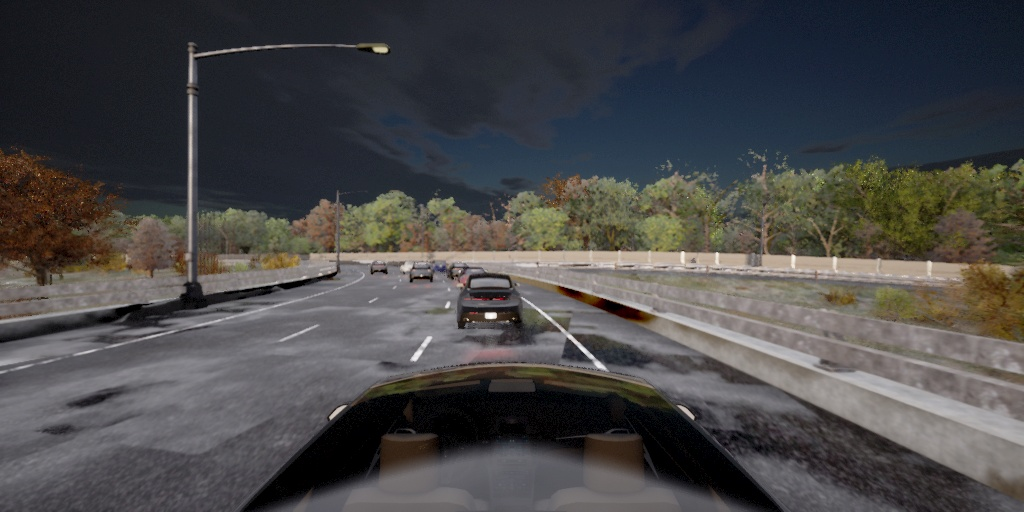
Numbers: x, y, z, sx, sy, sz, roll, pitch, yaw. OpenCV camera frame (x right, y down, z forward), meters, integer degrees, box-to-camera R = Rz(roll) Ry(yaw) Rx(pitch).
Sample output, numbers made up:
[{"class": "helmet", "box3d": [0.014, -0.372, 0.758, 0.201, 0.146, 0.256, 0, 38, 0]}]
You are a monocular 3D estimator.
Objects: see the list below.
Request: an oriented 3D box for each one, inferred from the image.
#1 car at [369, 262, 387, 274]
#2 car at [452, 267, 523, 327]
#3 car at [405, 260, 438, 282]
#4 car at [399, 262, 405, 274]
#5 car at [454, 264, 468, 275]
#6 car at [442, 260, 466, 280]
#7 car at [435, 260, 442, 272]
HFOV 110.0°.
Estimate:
[{"class": "car", "box3d": [-16.486, 1.431, 44.186, 2.128, 1.511, 4.902, 0, 0, -24]}, {"class": "car", "box3d": [-0.758, 1.297, 11.694, 1.837, 1.490, 4.892, 0, 0, -5]}, {"class": "car", "box3d": [-7.678, 1.364, 30.230, 2.128, 1.511, 4.902, 0, 0, -15]}, {"class": "car", "box3d": [-12.770, 1.463, 44.484, 1.812, 1.442, 4.674, 0, 0, -23]}, {"class": "car", "box3d": [-2.507, 1.404, 23.215, 1.994, 1.385, 4.181, 0, 0, -10]}, {"class": "car", "box3d": [-5.089, 1.377, 33.770, 2.128, 1.511, 4.902, 0, 0, -16]}, {"class": "car", "box3d": [-9.571, 1.290, 45.803, 2.097, 1.767, 4.553, 0, 0, -23]}]
